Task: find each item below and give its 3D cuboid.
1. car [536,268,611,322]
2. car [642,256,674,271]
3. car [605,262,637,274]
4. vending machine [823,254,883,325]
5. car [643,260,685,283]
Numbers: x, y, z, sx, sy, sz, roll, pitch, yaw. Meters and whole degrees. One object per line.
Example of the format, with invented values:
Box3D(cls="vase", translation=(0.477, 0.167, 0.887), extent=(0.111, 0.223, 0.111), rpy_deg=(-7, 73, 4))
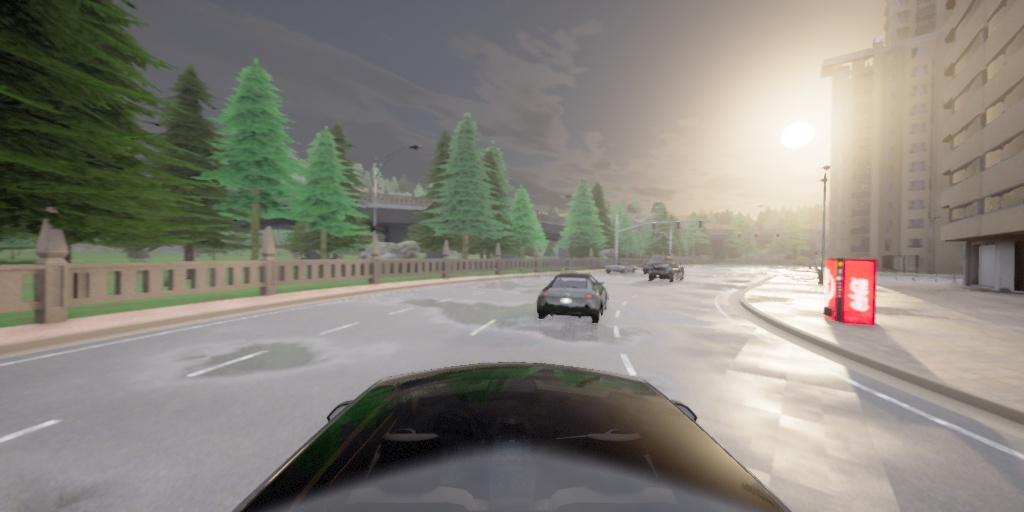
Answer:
Box3D(cls="car", translation=(2.197, 1.282, 12.424), extent=(1.994, 1.385, 4.181), rpy_deg=(1, 0, 18))
Box3D(cls="car", translation=(16.124, 1.007, 39.128), extent=(2.150, 2.045, 5.566), rpy_deg=(1, 0, 40))
Box3D(cls="car", translation=(12.075, 1.311, 39.761), extent=(1.895, 1.301, 4.718), rpy_deg=(1, 0, 40))
Box3D(cls="vending machine", translation=(10.111, 1.056, 10.793), extent=(1.100, 2.100, 0.880), rpy_deg=(0, 0, 21))
Box3D(cls="car", translation=(12.551, 1.290, 29.030), extent=(1.837, 1.490, 4.892), rpy_deg=(1, 0, 39))
